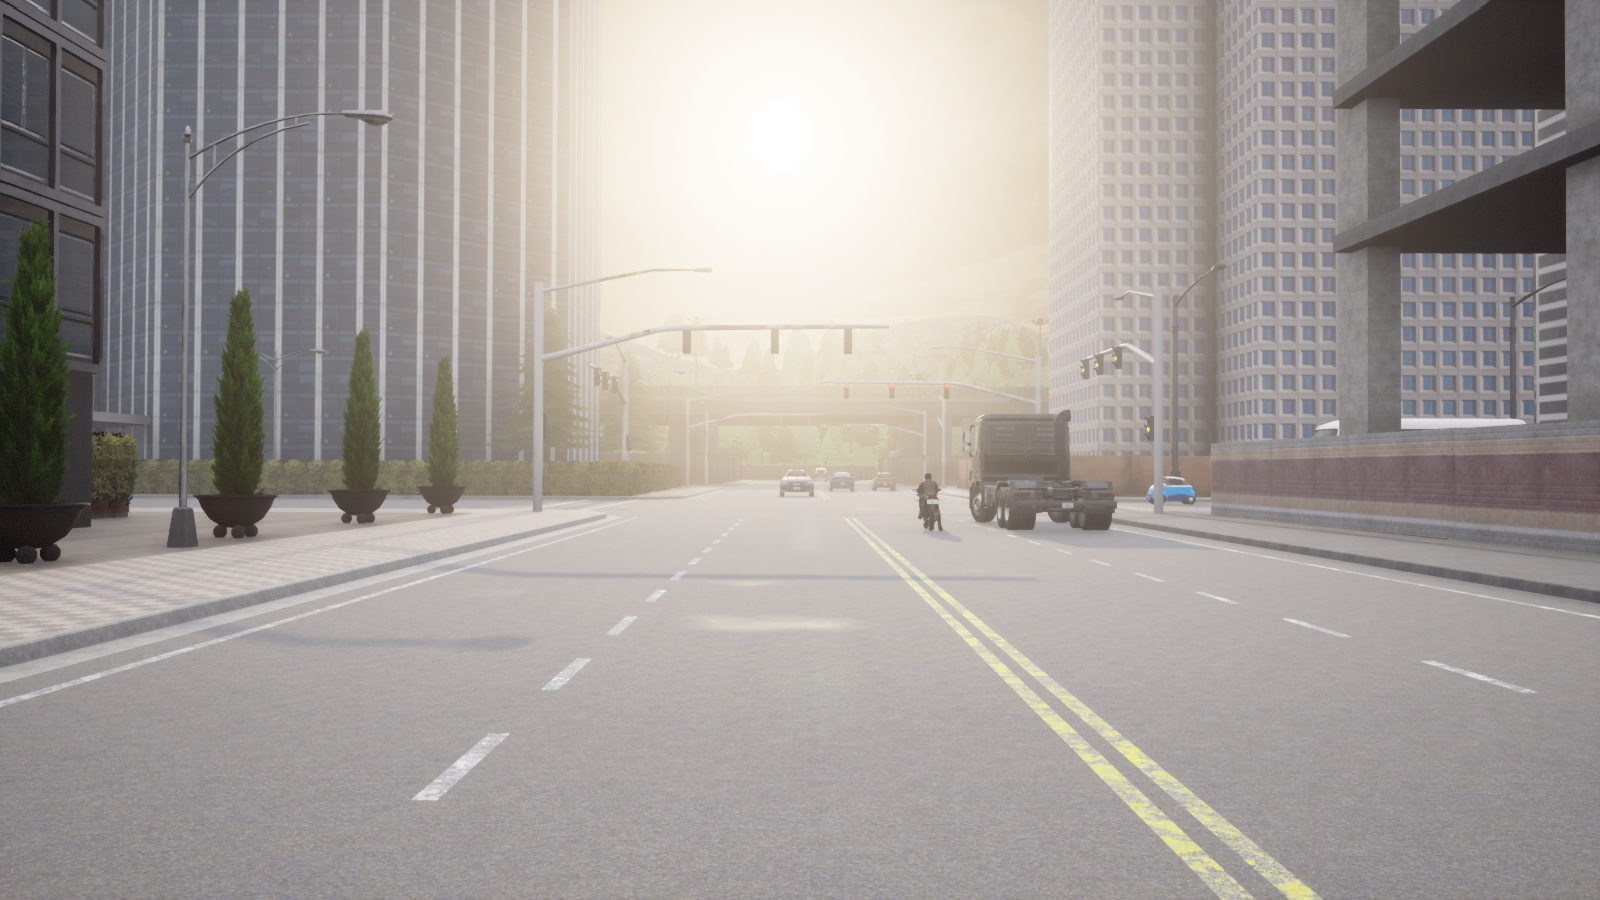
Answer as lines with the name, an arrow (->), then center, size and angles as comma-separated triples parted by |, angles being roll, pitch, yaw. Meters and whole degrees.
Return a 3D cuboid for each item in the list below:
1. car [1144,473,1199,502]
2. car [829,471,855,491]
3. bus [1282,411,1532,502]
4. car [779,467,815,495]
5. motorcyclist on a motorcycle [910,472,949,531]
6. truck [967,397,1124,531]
car -> 18.165, 1.826, 61.453 | 2.207, 1.376, 1.481 | 0, -1, 0
car -> 3.270, 2.425, 98.267 | 1.882, 1.535, 5.008 | 0, -1, 0
bus -> 29.482, 0.349, 61.421 | 10.273, 4.253, 3.944 | 0, -1, 0
car -> -0.183, 1.908, 78.435 | 2.152, 1.651, 5.027 | 0, -1, 0
motorcyclist on a motorcycle -> 3.422, 1.341, 33.314 | 0.797, 1.523, 2.044 | 0, -1, 0
truck -> 6.892, 0.416, 36.473 | 2.891, 3.462, 7.936 | 0, -1, -1
